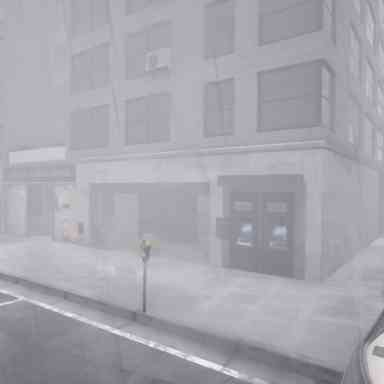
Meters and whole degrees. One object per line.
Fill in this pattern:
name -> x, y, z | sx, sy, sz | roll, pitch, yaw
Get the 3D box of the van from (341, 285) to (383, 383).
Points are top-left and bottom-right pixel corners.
van -> 2.592, 1.342, 1.095 | 3.998, 1.788, 1.690 | 0, 1, 36
